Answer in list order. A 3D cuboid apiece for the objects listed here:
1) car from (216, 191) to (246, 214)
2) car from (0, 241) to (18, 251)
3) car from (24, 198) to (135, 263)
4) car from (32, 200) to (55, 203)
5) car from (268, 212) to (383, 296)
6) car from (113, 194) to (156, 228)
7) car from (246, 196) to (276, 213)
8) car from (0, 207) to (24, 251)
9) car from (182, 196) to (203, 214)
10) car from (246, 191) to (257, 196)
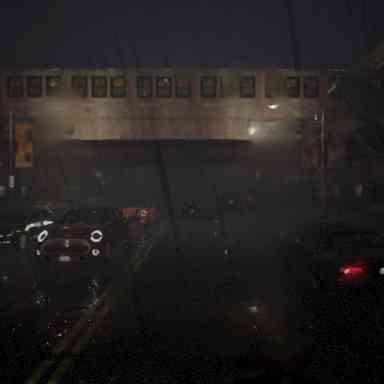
[{"bbox_3d":[3.589,0.988,32.630,2.150,2.045,5.566,0,1,1],"label":"car"},{"bbox_3d":[-3.561,1.506,2.631,1.812,1.442,4.674,0,0,0],"label":"car"},{"bbox_3d":[-3.552,1.268,11.566,2.097,1.767,4.553,0,0,0],"label":"car"},{"bbox_3d":[-10.002,1.318,22.442,2.231,1.521,4.892,0,0,10],"label":"car"},{"bbox_3d":[3.601,1.484,8.635,2.033,1.411,5.357,0,0,0],"label":"car"},{"bbox_3d":[-3.546,1.200,20.943,2.097,1.767,4.553,0,0,1],"label":"car"},{"bbox_3d":[6.730,1.350,33.669,1.895,1.301,4.718,0,0,0],"label":"car"},{"bbox_3d":[-7.043,1.405,13.645,1.837,1.490,4.892,0,0,1],"label":"car"},{"bbox_3d":[0.065,1.370,31.780,1.895,1.301,4.718,0,0,1],"label":"car"},{"bbox_3d":[6.685,0.931,41.062,2.435,2.045,5.566,0,0,0],"label":"car"}]
